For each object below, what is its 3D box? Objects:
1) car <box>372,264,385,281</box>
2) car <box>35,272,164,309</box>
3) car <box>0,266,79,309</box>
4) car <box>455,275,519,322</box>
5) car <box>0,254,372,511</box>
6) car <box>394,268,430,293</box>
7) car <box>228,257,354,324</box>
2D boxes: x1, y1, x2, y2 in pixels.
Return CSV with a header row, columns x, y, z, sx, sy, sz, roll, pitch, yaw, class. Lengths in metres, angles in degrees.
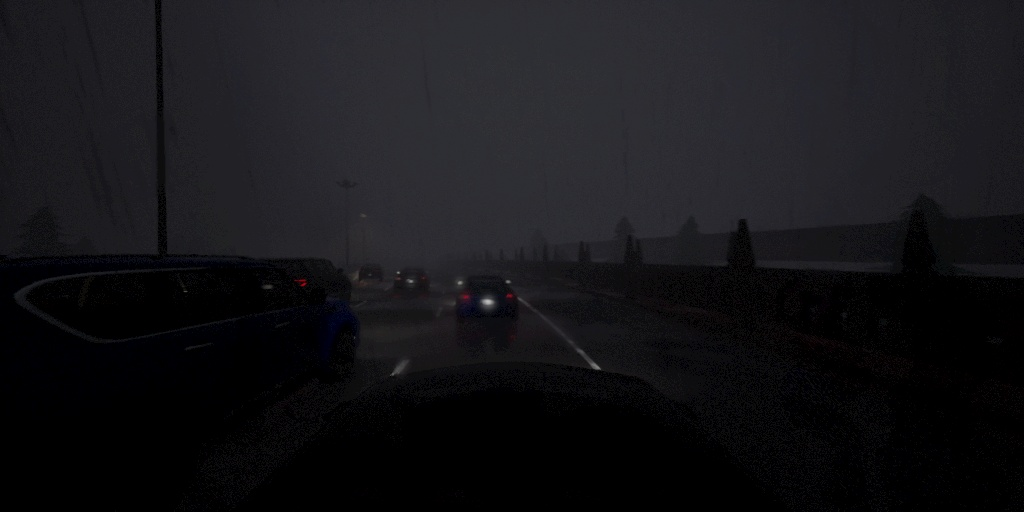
x,y,z,sx,sy,sz,roll,pitch,yaw,class
-12.490,1.424,32.006,1.882,1.535,5.008,-1,0,-18,car
-19.581,1.565,17.380,1.994,1.385,4.181,-1,0,-12,car
-22.882,1.388,16.034,2.097,1.767,4.553,-1,0,-12,car
-0.938,1.340,12.546,1.994,1.385,4.181,-1,0,-7,car
-3.688,1.012,4.003,2.150,2.045,5.566,-1,0,-2,car
-6.141,1.414,22.196,1.994,1.385,4.181,-1,0,-13,car
-8.120,1.080,14.014,2.150,2.045,5.566,-1,0,-8,car
